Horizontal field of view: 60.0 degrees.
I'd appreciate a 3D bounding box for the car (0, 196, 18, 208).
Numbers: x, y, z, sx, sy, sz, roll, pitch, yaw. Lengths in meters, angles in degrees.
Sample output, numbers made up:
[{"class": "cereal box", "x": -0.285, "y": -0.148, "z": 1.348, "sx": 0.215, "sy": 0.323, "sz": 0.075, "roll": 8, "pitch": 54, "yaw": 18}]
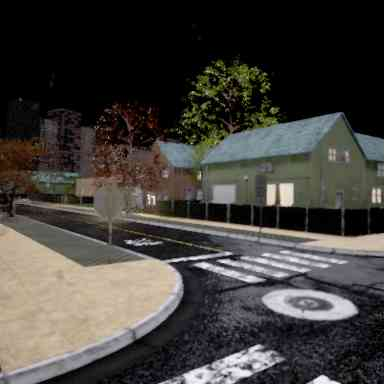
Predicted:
[{"class": "car", "x": -23.966, "y": 1.284, "z": 43.278, "sx": 1.837, "sy": 1.490, "sz": 4.892, "roll": 1, "pitch": 0, "yaw": -37}]
